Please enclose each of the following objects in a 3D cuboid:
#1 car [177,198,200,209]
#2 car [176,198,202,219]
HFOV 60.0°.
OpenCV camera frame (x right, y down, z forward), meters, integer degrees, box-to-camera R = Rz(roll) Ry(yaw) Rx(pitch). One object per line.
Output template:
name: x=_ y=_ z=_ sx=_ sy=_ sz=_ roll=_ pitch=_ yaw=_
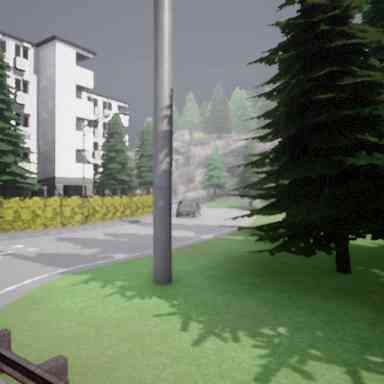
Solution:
car: x=-0.586 y=1.640 z=50.528 sx=2.128 sy=1.511 sz=4.902 roll=0 pitch=0 yaw=-19
car: x=-0.229 y=1.649 z=31.641 sx=1.837 sy=1.490 sz=4.892 roll=0 pitch=0 yaw=11
